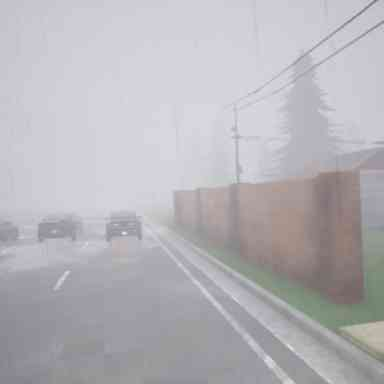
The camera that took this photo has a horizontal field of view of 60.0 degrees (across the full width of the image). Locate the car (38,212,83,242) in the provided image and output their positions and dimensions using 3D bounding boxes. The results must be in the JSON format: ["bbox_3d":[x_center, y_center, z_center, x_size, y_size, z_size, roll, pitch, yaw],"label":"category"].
[{"bbox_3d":[-7.606,1.933,19.507,1.882,1.535,5.008,-2,-1,-12],"label":"car"}]

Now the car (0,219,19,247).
[{"bbox_3d":[-10.812,2.124,17.814,1.994,1.385,4.181,-2,-1,-12],"label":"car"}]

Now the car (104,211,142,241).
[{"bbox_3d":[-3.871,1.816,18.818,1.837,1.490,4.892,-2,-1,-12],"label":"car"}]
